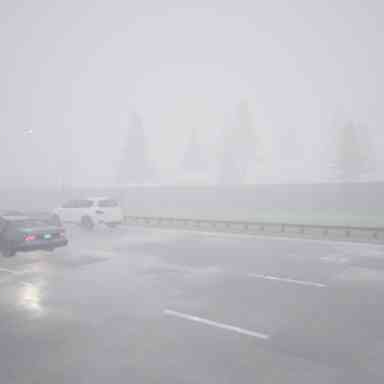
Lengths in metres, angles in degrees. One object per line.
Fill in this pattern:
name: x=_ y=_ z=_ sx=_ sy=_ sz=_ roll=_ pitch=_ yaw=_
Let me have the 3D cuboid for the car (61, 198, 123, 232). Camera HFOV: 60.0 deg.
car: x=-7.010 y=1.392 z=21.890 sx=5.566 sy=2.045 sz=2.150 roll=-1 pitch=0 yaw=35

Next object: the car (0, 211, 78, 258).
car: x=-7.251 y=1.675 z=13.461 sx=5.357 sy=1.411 sz=2.033 roll=-1 pitch=0 yaw=35

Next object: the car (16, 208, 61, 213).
car: x=-10.078 y=1.746 z=19.778 sx=4.181 sy=1.385 sz=1.994 roll=-1 pitch=0 yaw=35
